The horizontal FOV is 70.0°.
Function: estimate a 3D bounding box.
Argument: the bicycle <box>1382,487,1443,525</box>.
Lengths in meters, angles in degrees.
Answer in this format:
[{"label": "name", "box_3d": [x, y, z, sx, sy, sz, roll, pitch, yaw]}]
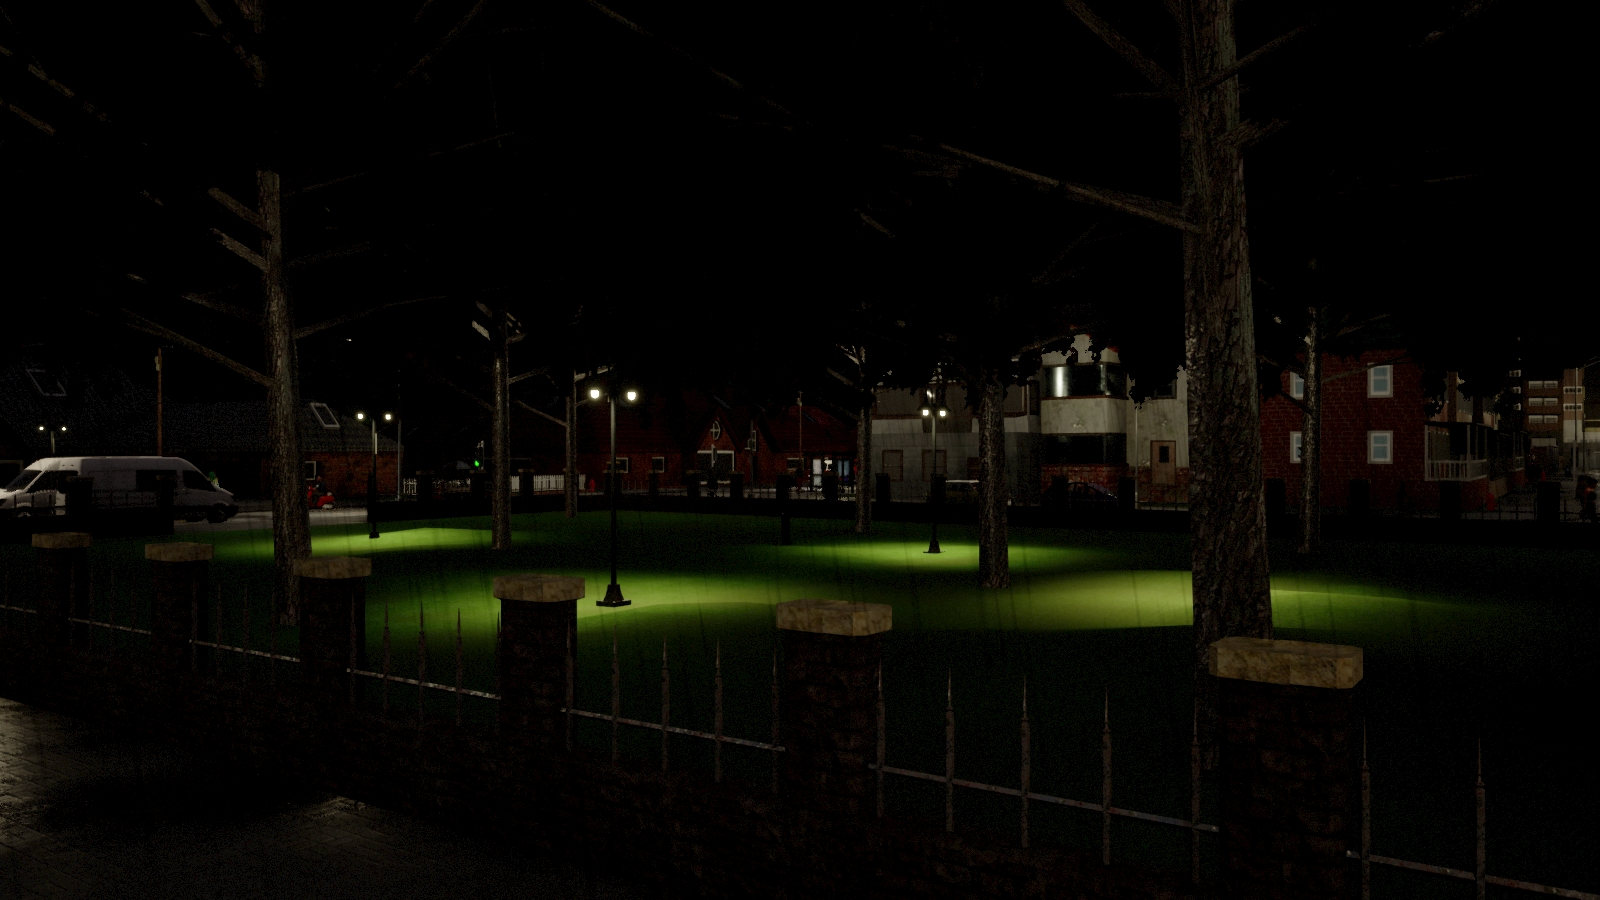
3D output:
[{"label": "bicycle", "box_3d": [21.338, 1.940, 39.835, 1.835, 1.271, 0.329, 0, 0, 35]}]

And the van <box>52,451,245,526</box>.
[{"label": "van", "box_3d": [-23.872, 1.315, 42.139, 1.988, 2.561, 5.915, 0, 0, 36]}]

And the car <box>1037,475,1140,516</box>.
[{"label": "car", "box_3d": [11.752, 1.818, 46.570, 3.633, 1.501, 1.845, 0, 0, 35]}]

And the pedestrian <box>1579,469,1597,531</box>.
[{"label": "pedestrian", "box_3d": [23.938, 1.525, 34.716, 0.375, 1.860, 0.375, 0, 0, -40]}]

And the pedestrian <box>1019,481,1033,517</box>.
[{"label": "pedestrian", "box_3d": [8.382, 1.804, 42.356, 0.375, 1.300, 0.375, 0, 0, 34]}]
